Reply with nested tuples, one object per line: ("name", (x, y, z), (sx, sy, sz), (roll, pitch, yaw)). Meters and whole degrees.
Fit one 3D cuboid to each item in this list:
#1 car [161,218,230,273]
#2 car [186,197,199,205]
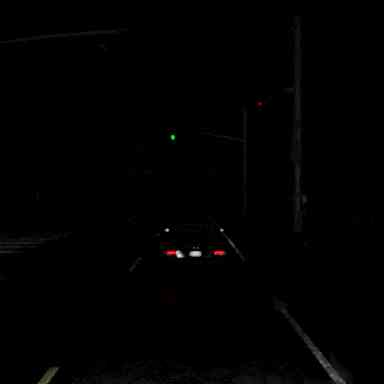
("car", (0.085, 1.545, 10.580), (2.033, 1.411, 5.357), (0, 0, 0))
("car", (0.019, 1.517, 56.459), (1.812, 1.442, 4.674), (0, 0, 0))
